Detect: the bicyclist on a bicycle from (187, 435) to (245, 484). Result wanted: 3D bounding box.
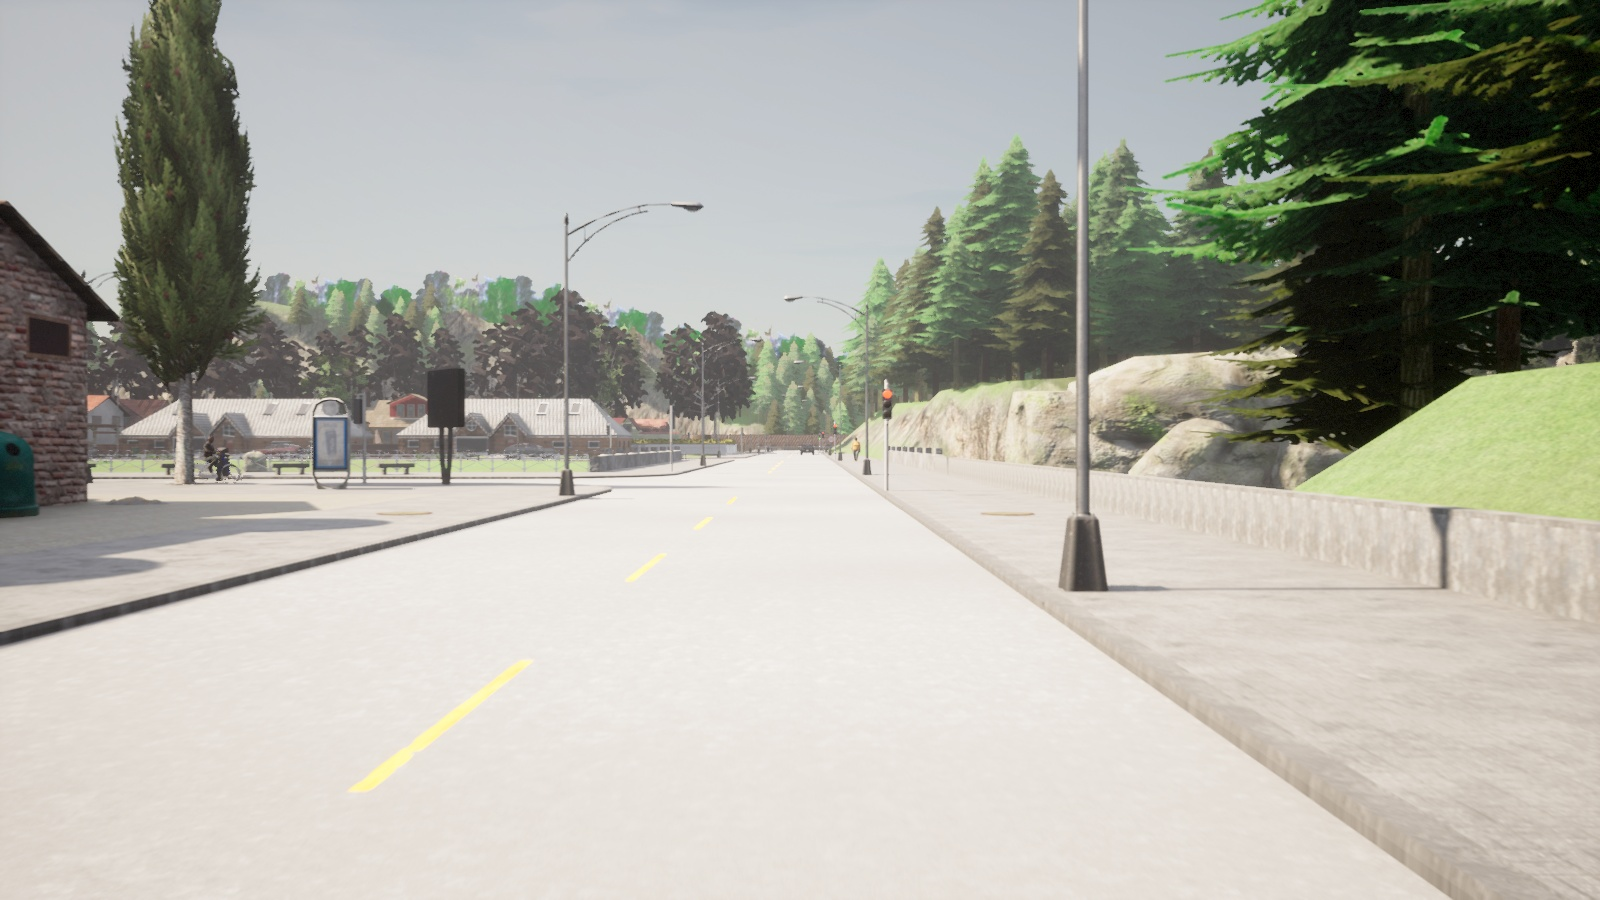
[{"bbox_3d":[-21.453,0.340,46.158,1.843,1.776,0.659,0,0,0],"label":"bicyclist on a bicycle"}]
